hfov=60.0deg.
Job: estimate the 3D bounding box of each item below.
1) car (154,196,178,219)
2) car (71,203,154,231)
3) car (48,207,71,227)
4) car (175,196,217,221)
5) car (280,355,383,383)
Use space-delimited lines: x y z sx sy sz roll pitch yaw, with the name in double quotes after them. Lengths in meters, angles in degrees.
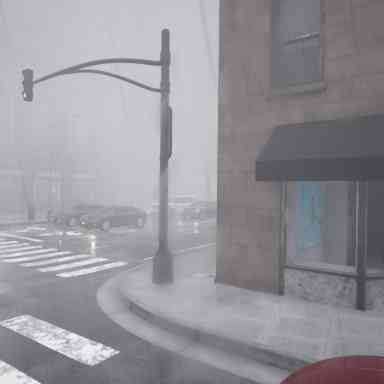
-1.627 1.374 31.846 2.150 2.045 5.566 1 0 35 "car"
-4.979 1.615 21.541 1.837 1.490 4.892 1 0 35 "car"
-7.630 1.568 23.420 1.837 1.490 4.892 1 0 35 "car"
0.924 1.550 29.822 2.097 1.767 4.553 1 0 36 "car"
2.417 1.545 1.229 4.507 1.381 1.887 0 1 35 "car"
